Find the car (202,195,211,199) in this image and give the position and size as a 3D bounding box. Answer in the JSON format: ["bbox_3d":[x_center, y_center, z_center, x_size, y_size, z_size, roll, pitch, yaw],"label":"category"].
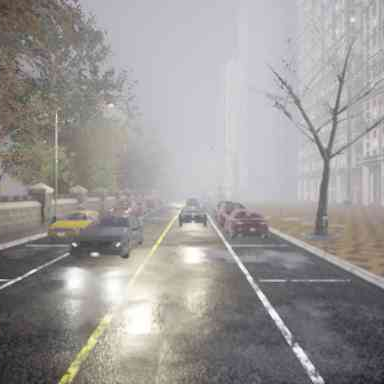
[{"bbox_3d":[2.701,1.604,50.826,1.802,1.307,4.206,0,0,0],"label":"car"}]

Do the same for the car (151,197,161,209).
[{"bbox_3d":[-5.681,1.562,45.195,1.887,1.381,4.507,0,0,0],"label":"car"}]

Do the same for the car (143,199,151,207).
[{"bbox_3d":[-5.683,1.555,33.931,1.887,1.381,4.507,0,0,0],"label":"car"}]

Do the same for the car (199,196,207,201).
[{"bbox_3d":[2.708,1.652,84.619,1.802,1.307,4.206,0,0,0],"label":"car"}]

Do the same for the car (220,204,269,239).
[{"bbox_3d":[2.694,1.546,17.033,1.887,1.381,4.507,0,0,0],"label":"car"}]

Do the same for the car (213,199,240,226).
[{"bbox_3d":[2.695,1.443,22.665,1.967,1.590,4.097,0,0,0],"label":"car"}]

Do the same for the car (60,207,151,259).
[{"bbox_3d":[-2.999,1.548,12.954,2.033,1.411,5.357,0,0,0],"label":"car"}]

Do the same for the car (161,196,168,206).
[{"bbox_3d":[-5.678,1.573,56.459,1.887,1.381,4.507,0,0,0],"label":"car"}]

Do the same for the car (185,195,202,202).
[{"bbox_3d":[0.107,1.521,45.366,1.837,1.490,4.892,0,0,0],"label":"car"}]

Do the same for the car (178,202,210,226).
[{"bbox_3d":[0.066,1.605,23.120,1.895,1.301,4.718,0,0,0],"label":"car"}]

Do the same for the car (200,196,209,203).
[{"bbox_3d":[2.705,1.633,73.354,1.802,1.307,4.206,0,0,0],"label":"car"}]

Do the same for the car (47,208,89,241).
[{"bbox_3d":[-5.686,1.527,16.865,1.752,1.417,4.829,0,0,0],"label":"car"}]

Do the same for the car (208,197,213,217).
[{"bbox_3d":[2.697,1.446,28.296,1.967,1.590,4.097,0,0,0],"label":"car"}]

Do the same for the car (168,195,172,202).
[{"bbox_3d":[-5.676,1.568,67.555,1.752,1.417,4.829,0,0,0],"label":"car"}]

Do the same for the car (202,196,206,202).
[{"bbox_3d":[2.699,1.598,45.194,1.802,1.307,4.206,0,0,0],"label":"car"}]

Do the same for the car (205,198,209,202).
[{"bbox_3d":[2.697,1.560,33.929,2.008,1.369,4.403,0,0,0],"label":"car"}]

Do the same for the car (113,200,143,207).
[{"bbox_3d":[-5.684,1.447,28.298,1.967,1.590,4.097,0,0,0],"label":"car"}]

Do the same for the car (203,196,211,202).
[{"bbox_3d":[2.698,1.563,39.561,2.008,1.369,4.403,0,0,0],"label":"car"}]
